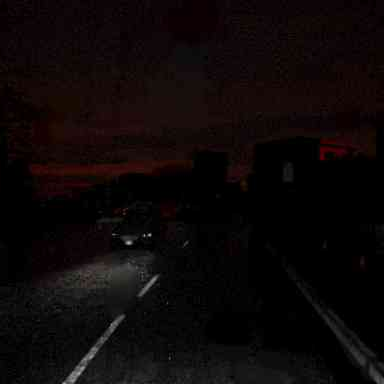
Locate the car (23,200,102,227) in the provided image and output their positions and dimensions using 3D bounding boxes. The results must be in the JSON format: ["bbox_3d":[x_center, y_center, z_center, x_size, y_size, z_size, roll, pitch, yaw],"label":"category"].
[{"bbox_3d":[-10.409,1.711,27.223,5.566,2.045,2.435,1,-2,-33],"label":"car"}]

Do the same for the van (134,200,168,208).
[{"bbox_3d":[-5.775,2.154,42.236,4.442,1.987,1.878,1,-2,-33],"label":"van"}]

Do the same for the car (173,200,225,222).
[{"bbox_3d":[0.974,1.891,32.140,4.553,1.767,2.185,1,-2,-33],"label":"car"}]

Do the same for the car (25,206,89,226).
[{"bbox_3d":[-11.897,2.036,29.430,4.892,1.521,2.231,1,-2,-33],"label":"car"}]

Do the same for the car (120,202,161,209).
[{"bbox_3d":[-5.506,2.141,34.971,1.882,1.535,5.008,1,-2,-33],"label":"car"}]

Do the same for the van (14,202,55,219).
[{"bbox_3d":[-19.461,2.296,41.169,4.442,1.987,1.878,1,-3,-33],"label":"van"}]

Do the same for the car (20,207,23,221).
[{"bbox_3d":[-13.420,1.863,31.778,5.566,2.045,2.435,1,-2,-33],"label":"car"}]

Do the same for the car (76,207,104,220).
[{"bbox_3d":[-11.949,2.449,38.682,1.895,1.301,4.718,1,-2,-33],"label":"car"}]

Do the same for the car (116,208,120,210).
[{"bbox_3d":[-7.365,2.364,44.818,4.553,1.767,2.185,1,-3,-33],"label":"car"}]

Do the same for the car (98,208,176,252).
[{"bbox_3d":[-2.206,1.683,14.978,2.128,1.511,4.902,0,-1,4],"label":"car"}]
